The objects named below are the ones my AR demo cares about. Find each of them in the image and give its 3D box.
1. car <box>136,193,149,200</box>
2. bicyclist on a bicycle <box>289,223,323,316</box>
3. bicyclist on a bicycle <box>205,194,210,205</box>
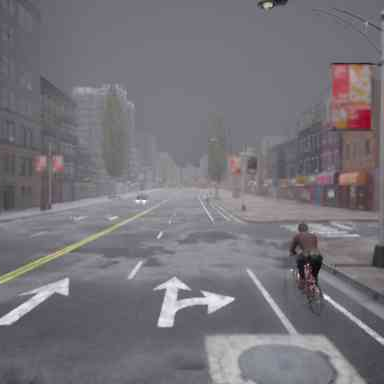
[{"bbox_3d":[-9.764,0.854,65.892,1.994,1.385,4.181,0,1,0],"label":"car"},{"bbox_3d":[2.247,1.455,6.580,0.582,1.620,1.656,0,0,0],"label":"bicyclist on a bicycle"},{"bbox_3d":[2.260,1.083,47.927,0.866,1.612,1.509,0,1,0],"label":"bicyclist on a bicycle"}]
